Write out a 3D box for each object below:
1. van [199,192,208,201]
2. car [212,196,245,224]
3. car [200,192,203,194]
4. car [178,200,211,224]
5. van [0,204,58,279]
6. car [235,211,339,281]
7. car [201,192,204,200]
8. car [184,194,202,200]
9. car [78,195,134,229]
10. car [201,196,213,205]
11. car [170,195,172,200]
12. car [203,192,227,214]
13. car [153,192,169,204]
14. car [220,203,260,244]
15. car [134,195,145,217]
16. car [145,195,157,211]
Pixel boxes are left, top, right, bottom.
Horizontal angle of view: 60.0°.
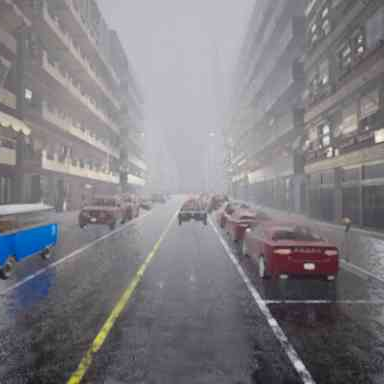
[{"bbox_3d":[2.368,0.968,70.337,1.690,1.788,3.998,1,0,0],"label":"van"},{"bbox_3d":[2.542,1.302,20.556,1.967,1.590,4.097,1,0,0],"label":"car"},{"bbox_3d":[2.384,0.960,64.805,2.192,1.841,5.009,1,0,0],"label":"car"},{"bbox_3d":[0.040,1.450,22.863,1.895,1.301,4.718,0,0,0],"label":"car"},{"bbox_3d":[-5.314,1.277,9.534,1.690,1.788,3.998,1,0,0],"label":"van"},{"bbox_3d":[2.562,1.477,9.495,1.887,1.381,4.507,1,0,0],"label":"car"},{"bbox_3d":[2.441,1.178,42.680,1.967,1.590,4.097,1,0,0],"label":"car"},{"bbox_3d":[-0.018,1.271,41.488,1.812,1.442,4.674,0,0,0],"label":"car"},{"bbox_3d":[-5.343,1.181,20.594,2.192,1.841,5.009,1,0,0],"label":"car"},{"bbox_3d":[2.408,1.269,53.744,1.802,1.307,4.206,1,0,0],"label":"car"},{"bbox_3d":[-5.498,1.196,75.903,1.802,1.307,4.206,1,0,0],"label":"car"},{"bbox_3d":[2.474,1.111,31.616,2.192,1.841,5.009,1,0,0],"label":"car"},{"bbox_3d":[-5.432,1.007,53.776,2.192,1.841,5.009,1,0,0],"label":"car"},{"bbox_3d":[2.547,1.441,15.025,1.887,1.381,4.507,1,0,0],"label":"car"},{"bbox_3d":[-5.357,1.148,26.124,2.192,1.841,5.009,1,0,0],"label":"car"},{"bbox_3d":[-5.393,1.336,37.188,1.947,1.339,4.313,1,0,0],"label":"car"}]
